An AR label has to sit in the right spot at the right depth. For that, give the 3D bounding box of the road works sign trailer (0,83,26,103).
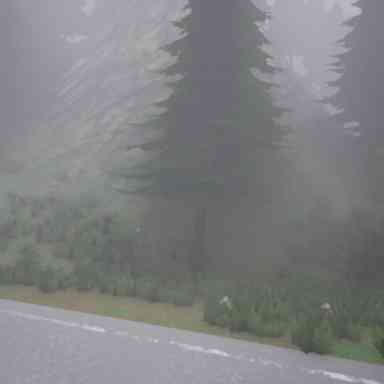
[{"bbox_3d":[-14.311,-8.730,24.809,2.380,3.560,2.880,-12,15,23],"label":"road works sign trailer"}]
